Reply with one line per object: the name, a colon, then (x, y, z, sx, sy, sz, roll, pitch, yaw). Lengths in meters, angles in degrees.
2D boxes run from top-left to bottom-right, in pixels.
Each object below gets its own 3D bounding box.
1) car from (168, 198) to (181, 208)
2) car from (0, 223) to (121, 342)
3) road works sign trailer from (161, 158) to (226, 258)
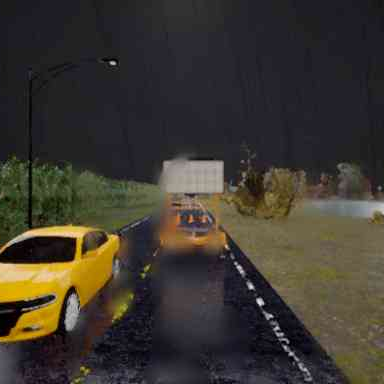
car: (-2.605, 1.686, 50.729, 2.033, 1.411, 5.357, 0, 0, 0)
car: (-2.823, 1.489, 6.904, 1.882, 1.535, 5.008, 0, 0, 0)
road works sign trailer: (0.058, 0.488, 12.916, 2.380, 3.560, 2.880, 0, 0, 0)
